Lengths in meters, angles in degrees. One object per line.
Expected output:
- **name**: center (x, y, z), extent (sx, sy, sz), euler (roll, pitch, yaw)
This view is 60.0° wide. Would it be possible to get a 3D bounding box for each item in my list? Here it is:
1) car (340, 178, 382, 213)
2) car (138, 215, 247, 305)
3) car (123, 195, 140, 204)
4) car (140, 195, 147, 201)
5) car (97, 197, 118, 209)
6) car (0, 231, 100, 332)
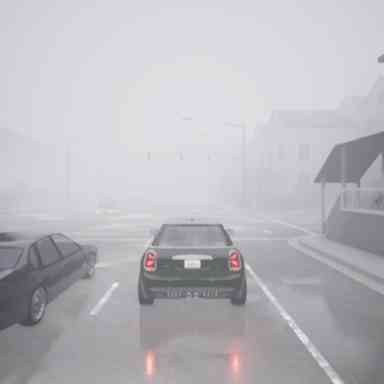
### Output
- **car**: center (14.998, 0.322, 28.111), extent (5.566, 2.045, 2.150), euler (-18, 1, -2)
- **car**: center (-0.005, 1.339, 8.242), extent (2.097, 1.767, 4.553), euler (0, 0, 0)
- **car**: center (-11.223, 1.429, 60.448), extent (1.812, 1.442, 4.674), euler (0, 0, 0)
- **car**: center (-11.338, 1.424, 75.310), extent (1.994, 1.385, 4.181), euler (0, 0, -1)
- **car**: center (-11.077, 1.407, 43.938), extent (1.882, 1.535, 5.008), euler (0, 0, -1)
- **car**: center (-3.495, 1.536, 6.958), extent (2.033, 1.411, 5.357), euler (0, 0, 0)
